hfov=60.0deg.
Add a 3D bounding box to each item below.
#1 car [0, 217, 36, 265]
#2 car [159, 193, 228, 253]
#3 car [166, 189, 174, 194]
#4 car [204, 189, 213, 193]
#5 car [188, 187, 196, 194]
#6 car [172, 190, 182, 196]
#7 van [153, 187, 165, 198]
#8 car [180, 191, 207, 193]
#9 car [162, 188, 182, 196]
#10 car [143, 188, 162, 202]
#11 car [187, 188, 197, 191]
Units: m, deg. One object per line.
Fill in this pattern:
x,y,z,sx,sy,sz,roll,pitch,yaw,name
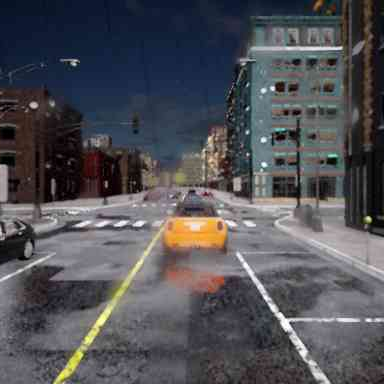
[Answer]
-5.677,1.369,8.669,2.008,1.369,4.403,1,1,0,car
0.100,1.090,12.520,2.097,1.767,4.553,0,1,0,car
-5.675,-0.210,86.411,1.802,1.307,4.206,1,1,0,car
2.707,0.235,58.041,1.967,1.590,4.097,1,1,0,car
0.002,-0.399,84.700,2.128,1.511,4.902,0,1,0,car
-2.999,0.173,68.672,1.895,1.301,4.718,0,1,0,car
-5.671,0.137,57.979,1.690,1.788,3.998,1,1,0,van
0.099,0.936,29.386,2.033,1.411,5.357,0,1,0,car
-3.069,0.407,52.242,2.128,1.511,4.902,0,1,0,car
-5.752,0.576,46.616,1.887,1.381,4.507,1,1,0,car
0.002,-0.050,74.280,1.837,1.490,4.892,0,1,0,car
